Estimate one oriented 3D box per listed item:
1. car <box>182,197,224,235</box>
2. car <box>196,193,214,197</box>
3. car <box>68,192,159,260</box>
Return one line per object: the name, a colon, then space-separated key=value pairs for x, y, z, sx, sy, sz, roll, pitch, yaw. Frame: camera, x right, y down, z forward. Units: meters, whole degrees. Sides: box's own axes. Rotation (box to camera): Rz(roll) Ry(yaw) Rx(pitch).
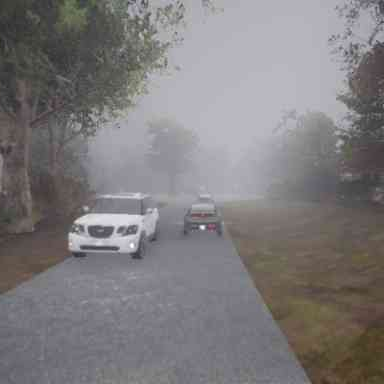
car: x=0.562 y=1.262 z=17.170 sx=1.837 sy=1.490 sz=4.892 roll=0 pitch=1 yaw=2
car: x=1.352 y=0.865 z=34.623 sx=1.812 sy=1.442 sz=4.674 roll=0 pitch=1 yaw=3
car: x=-2.538 y=1.067 z=12.256 sx=2.150 sy=2.045 sz=5.566 roll=1 pitch=1 yaw=2
